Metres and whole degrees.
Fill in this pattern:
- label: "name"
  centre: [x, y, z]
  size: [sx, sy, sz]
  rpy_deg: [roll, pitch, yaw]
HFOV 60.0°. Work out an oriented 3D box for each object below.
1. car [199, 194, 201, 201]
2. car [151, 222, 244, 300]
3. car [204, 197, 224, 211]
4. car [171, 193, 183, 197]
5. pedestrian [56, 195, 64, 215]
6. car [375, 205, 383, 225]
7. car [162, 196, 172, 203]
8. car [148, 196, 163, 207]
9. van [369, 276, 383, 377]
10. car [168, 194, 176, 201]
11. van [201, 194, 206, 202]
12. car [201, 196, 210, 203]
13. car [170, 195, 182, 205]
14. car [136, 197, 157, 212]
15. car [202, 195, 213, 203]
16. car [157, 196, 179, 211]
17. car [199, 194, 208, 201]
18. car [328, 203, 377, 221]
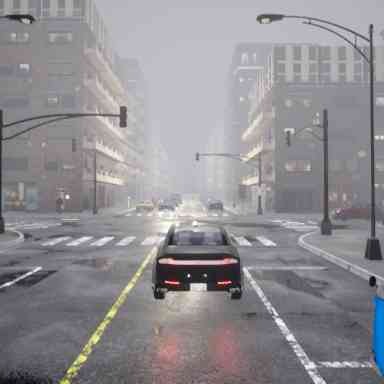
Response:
- label: "car"
  centre: [2.853, 1.538, 68.230]
  size: [1.752, 1.417, 4.829]
  rpy_deg: [1, 0, 0]
- label: "car"
  centre: [0.119, 1.492, 8.389]
  size: [2.128, 1.511, 4.902]
  rpy_deg: [0, 0, 0]
- label: "car"
  centre: [2.790, 1.572, 39.847]
  size: [1.947, 1.339, 4.313]
  rpy_deg: [1, 0, 0]
- label: "car"
  centre: [-2.928, 1.232, 61.485]
  size: [2.150, 2.045, 5.566]
  rpy_deg: [0, 0, 1]
- label: "pedestrian"
  centre: [-12.471, 1.211, 31.322]
  size: [0.375, 1.860, 0.375]
  rpy_deg: [0, -1, 1]
- label: "car"
  centre: [13.581, 1.579, 19.627]
  size: [4.313, 1.339, 1.947]
  rpy_deg: [0, -1, 1]
- label: "car"
  centre: [-5.516, 1.560, 73.721]
  size: [1.887, 1.381, 4.507]
  rpy_deg: [1, 0, 0]
- label: "car"
  centre: [-5.564, 1.448, 51.151]
  size: [1.967, 1.590, 4.097]
  rpy_deg: [1, 0, 0]
- label: "van"
  centre: [2.678, 1.341, 1.901]
  size: [1.690, 1.788, 3.998]
  rpy_deg: [1, 0, 0]
- label: "car"
  centre: [-5.477, 1.462, 90.649]
  size: [1.967, 1.590, 4.097]
  rpy_deg: [1, 0, 0]
- label: "van"
  centre: [2.830, 1.351, 56.774]
  size: [1.690, 1.788, 3.998]
  rpy_deg: [1, 0, 0]
- label: "car"
  centre: [2.863, 1.597, 73.702]
  size: [1.802, 1.307, 4.206]
  rpy_deg: [1, 0, 0]
- label: "car"
  centre: [-2.983, 1.534, 50.747]
  size: [1.812, 1.442, 4.674]
  rpy_deg: [0, 0, 0]
- label: "car"
  centre: [-5.589, 1.531, 39.695]
  size: [1.752, 1.417, 4.829]
  rpy_deg: [1, 0, 0]
- label: "car"
  centre: [2.802, 1.558, 45.490]
  size: [2.008, 1.369, 4.403]
  rpy_deg: [1, 0, 0]
- label: "car"
  centre: [-3.012, 1.553, 40.843]
  size: [2.033, 1.411, 5.357]
  rpy_deg: [0, 0, 0]
- label: "car"
  centre: [2.893, 1.334, 84.987]
  size: [2.192, 1.841, 5.009]
  rpy_deg: [1, 0, 0]
- label: "car"
  centre: [13.703, 1.602, 28.008]
  size: [4.097, 1.590, 1.967]
  rpy_deg: [0, -1, 1]
